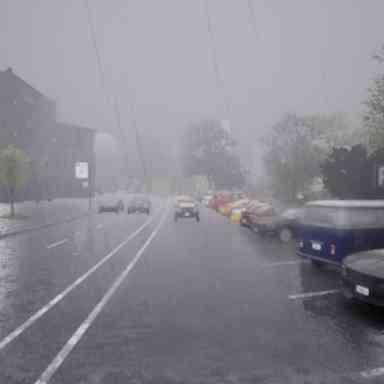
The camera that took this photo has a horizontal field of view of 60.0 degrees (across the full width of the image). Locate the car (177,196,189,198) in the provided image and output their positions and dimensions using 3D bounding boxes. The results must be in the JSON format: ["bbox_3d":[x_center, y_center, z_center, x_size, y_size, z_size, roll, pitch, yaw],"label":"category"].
[{"bbox_3d":[-1.156,1.202,41.281,1.882,1.535,5.008,0,1,-3],"label":"car"}]

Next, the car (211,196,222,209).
[{"bbox_3d":[4.661,1.364,30.407,4.892,1.521,2.231,1,1,-23],"label":"car"}]

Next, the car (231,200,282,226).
[{"bbox_3d":[5.052,1.412,18.532,5.008,1.535,2.097,1,0,-22],"label":"car"}]

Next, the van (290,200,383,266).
[{"bbox_3d":[5.355,1.219,9.666,4.442,1.987,1.878,1,0,-21],"label":"van"}]

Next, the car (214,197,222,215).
[{"bbox_3d":[4.767,1.380,27.440,5.008,1.535,2.097,1,0,-22],"label":"car"}]

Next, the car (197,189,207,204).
[{"bbox_3d":[4.032,0.941,42.271,5.566,2.045,2.435,0,2,-24],"label":"car"}]

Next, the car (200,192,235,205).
[{"bbox_3d":[3.711,0.919,48.236,4.553,1.767,2.185,0,2,-24],"label":"car"}]

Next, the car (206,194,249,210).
[{"bbox_3d":[4.195,1.124,39.309,4.553,1.767,2.185,0,1,-23],"label":"car"}]

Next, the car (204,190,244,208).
[{"bbox_3d":[4.549,1.084,33.394,5.566,2.045,2.435,0,0,-23],"label":"car"}]

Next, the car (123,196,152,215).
[{"bbox_3d":[-5.042,1.218,32.383,2.097,1.767,4.553,0,1,-3],"label":"car"}]

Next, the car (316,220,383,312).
[{"bbox_3d":[5.289,1.456,6.644,5.008,1.535,2.097,1,1,-21],"label":"car"}]

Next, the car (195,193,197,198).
[{"bbox_3d":[3.455,0.709,51.167,5.566,2.045,2.435,0,2,-24],"label":"car"}]

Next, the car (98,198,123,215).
[{"bbox_3d":[-7.863,1.342,32.817,1.882,1.535,5.008,0,1,-3],"label":"car"}]

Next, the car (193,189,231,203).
[{"bbox_3d":[3.289,0.624,54.163,5.566,2.045,2.435,0,1,-24],"label":"car"}]

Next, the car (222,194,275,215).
[{"bbox_3d":[4.909,1.266,24.476,4.553,1.767,2.185,1,0,-22],"label":"car"}]

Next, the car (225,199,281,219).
[{"bbox_3d":[5.147,1.401,21.571,5.366,1.575,1.946,1,0,-22],"label":"car"}]

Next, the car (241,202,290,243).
[{"bbox_3d":[5.141,1.422,15.555,5.008,1.535,2.097,1,0,-21],"label":"car"}]

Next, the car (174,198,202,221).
[{"bbox_3d":[-0.439,1.429,25.952,1.812,1.442,4.674,0,0,-2],"label":"car"}]

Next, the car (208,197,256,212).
[{"bbox_3d":[4.402,1.328,36.368,4.792,1.488,2.163,0,1,-23],"label":"car"}]
